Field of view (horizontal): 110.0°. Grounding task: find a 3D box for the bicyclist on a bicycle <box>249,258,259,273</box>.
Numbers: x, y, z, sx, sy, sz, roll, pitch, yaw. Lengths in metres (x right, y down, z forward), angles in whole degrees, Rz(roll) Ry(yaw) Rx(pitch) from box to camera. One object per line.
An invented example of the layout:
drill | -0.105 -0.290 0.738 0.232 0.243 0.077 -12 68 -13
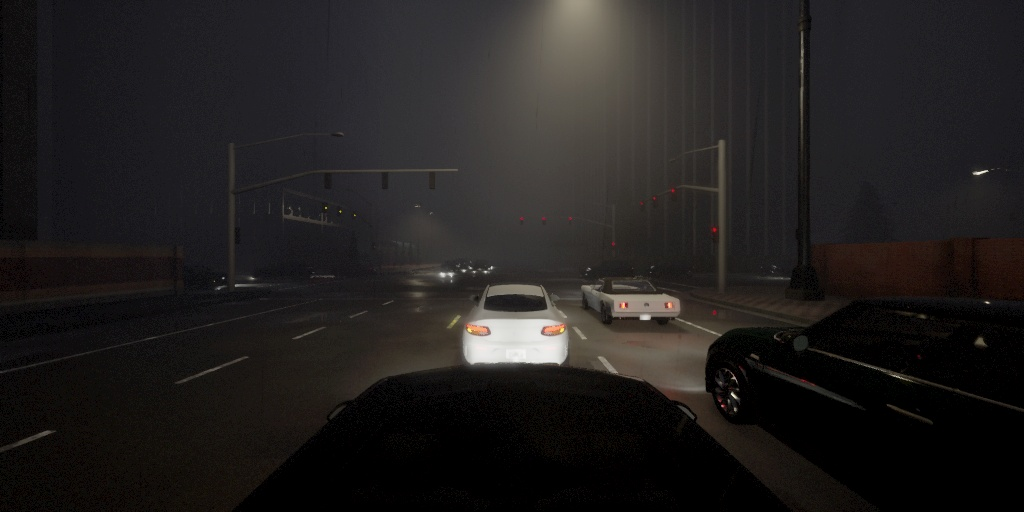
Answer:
bicyclist on a bicycle | -28.401 1.051 39.525 0.582 1.620 1.656 0 0 -1

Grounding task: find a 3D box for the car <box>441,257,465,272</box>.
car | -7.883 1.241 46.224 2.128 1.511 4.902 0 0 1

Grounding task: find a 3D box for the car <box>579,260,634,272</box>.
car | 8.070 1.101 30.857 4.553 1.767 2.097 0 0 -9

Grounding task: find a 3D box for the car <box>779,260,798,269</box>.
car | 26.695 1.314 31.751 4.181 1.385 1.994 0 0 0

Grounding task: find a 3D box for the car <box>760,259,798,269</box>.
car | 27.016 1.102 35.253 4.553 1.767 2.097 0 0 0

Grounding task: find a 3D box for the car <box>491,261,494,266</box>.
car | -4.544 1.276 60.561 1.812 1.442 4.674 0 0 -1

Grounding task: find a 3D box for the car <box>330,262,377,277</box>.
car | -15.343 1.314 34.864 4.181 1.385 1.994 0 0 -1

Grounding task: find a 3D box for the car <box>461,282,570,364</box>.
car | 0.060 1.276 7.583 1.812 1.442 4.674 0 0 0

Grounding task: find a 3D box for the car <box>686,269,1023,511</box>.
car | 3.600 1.102 2.898 2.097 1.767 4.553 0 0 0

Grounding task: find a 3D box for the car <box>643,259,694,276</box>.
car | 15.345 1.102 35.150 4.553 1.767 2.097 0 0 0

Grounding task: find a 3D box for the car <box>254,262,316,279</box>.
car | -19.793 1.241 31.322 4.902 1.511 2.128 0 0 -1

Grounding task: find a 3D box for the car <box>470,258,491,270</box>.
car | -4.405 1.227 51.249 1.882 1.535 5.008 0 0 -1

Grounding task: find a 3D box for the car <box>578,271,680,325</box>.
car | 3.565 1.351 11.800 1.895 1.301 4.718 0 0 0

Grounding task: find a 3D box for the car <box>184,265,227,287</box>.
car | -21.414 1.314 24.103 4.181 1.385 1.994 0 0 0

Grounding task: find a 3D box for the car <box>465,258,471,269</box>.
car | -7.977 1.102 55.371 2.097 1.767 4.553 0 0 -1
